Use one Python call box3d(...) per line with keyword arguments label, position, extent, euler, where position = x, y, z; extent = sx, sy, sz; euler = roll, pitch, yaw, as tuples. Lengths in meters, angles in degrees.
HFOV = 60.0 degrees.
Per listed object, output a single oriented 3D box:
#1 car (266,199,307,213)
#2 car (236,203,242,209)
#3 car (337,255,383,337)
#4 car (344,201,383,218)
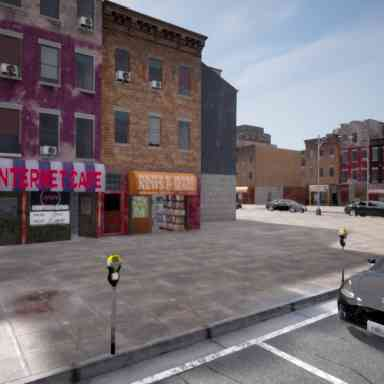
box3d(label="car", position=(10.359, 1.547, 36.706), extent=(2.128, 1.511, 4.902), euler=(1, 0, -35))
box3d(label="car", position=(4.360, 1.624, 45.151), extent=(2.033, 1.411, 5.357), euler=(1, 0, -36))
box3d(label="car", position=(4.409, 1.567, 5.943), extent=(4.313, 1.339, 1.947), euler=(0, 0, -35))
box3d(label="car", position=(15.843, 1.542, 28.975), extent=(1.837, 1.490, 4.892), euler=(1, 0, -35))
